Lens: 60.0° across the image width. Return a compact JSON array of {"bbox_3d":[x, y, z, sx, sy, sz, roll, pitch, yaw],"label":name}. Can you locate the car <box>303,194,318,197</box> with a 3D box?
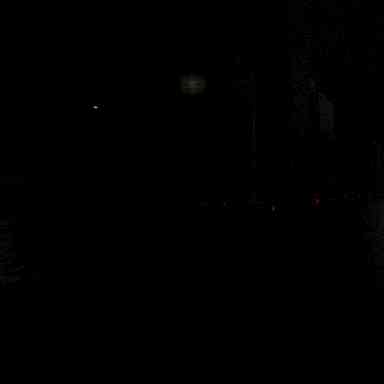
[{"bbox_3d":[16.826,1.373,44.858,1.812,1.442,4.674,-1,0,35],"label":"car"}]

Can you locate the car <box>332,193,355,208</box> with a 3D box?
[{"bbox_3d":[20.348,1.137,45.433,2.192,1.841,5.009,0,0,35],"label":"car"}]

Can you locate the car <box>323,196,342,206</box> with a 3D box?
[{"bbox_3d":[22.549,1.335,53.135,1.837,1.490,4.892,-1,0,35],"label":"car"}]

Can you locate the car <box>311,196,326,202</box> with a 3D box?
[{"bbox_3d":[26.177,1.419,68.840,1.947,1.339,4.313,0,0,35],"label":"car"}]

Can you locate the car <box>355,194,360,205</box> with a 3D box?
[{"bbox_3d":[23.557,1.379,50.069,1.947,1.339,4.313,0,0,35],"label":"car"}]

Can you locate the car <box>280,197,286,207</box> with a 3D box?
[{"bbox_3d":[13.342,1.456,50.288,1.947,1.339,4.313,0,0,35],"label":"car"}]

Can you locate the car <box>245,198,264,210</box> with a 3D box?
[{"bbox_3d":[6.926,1.495,41.012,1.802,1.307,4.206,0,0,35],"label":"car"}]

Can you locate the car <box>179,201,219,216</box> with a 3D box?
[{"bbox_3d":[0.510,1.525,31.736,1.802,1.307,4.206,0,0,35],"label":"car"}]

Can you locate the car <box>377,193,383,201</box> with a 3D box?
[{"bbox_3d":[42.804,1.360,77.893,1.802,1.307,4.206,-1,0,35],"label":"car"}]

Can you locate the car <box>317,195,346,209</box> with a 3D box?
[{"bbox_3d":[17.141,1.378,40.795,1.887,1.381,4.507,0,0,35],"label":"car"}]

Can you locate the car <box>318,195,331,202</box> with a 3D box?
[{"bbox_3d":[29.384,1.428,73.477,1.802,1.307,4.206,0,0,35],"label":"car"}]

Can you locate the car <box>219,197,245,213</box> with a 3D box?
[{"bbox_3d":[3.716,1.367,36.374,1.967,1.590,4.097,0,0,35],"label":"car"}]

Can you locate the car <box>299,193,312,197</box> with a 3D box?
[{"bbox_3d":[19.759,1.416,59.564,1.887,1.381,4.507,0,0,35],"label":"car"}]

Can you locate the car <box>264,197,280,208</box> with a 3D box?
[{"bbox_3d":[10.037,1.427,45.509,1.752,1.417,4.829,0,0,35],"label":"car"}]

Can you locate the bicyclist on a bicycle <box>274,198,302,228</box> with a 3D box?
[{"bbox_3d":[5.263,1.177,18.418,1.656,1.620,0.582,-1,0,35],"label":"bicyclist on a bicycle"}]

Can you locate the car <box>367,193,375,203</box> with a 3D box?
[{"bbox_3d":[33.180,1.100,63.983,2.192,1.841,5.009,0,0,35],"label":"car"}]

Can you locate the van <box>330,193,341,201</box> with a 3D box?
[{"bbox_3d":[35.799,1.187,82.755,1.690,1.788,3.998,-1,0,35],"label":"van"}]

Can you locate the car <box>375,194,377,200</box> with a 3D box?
[{"bbox_3d":[36.485,1.303,68.759,1.752,1.417,4.829,-1,0,35],"label":"car"}]

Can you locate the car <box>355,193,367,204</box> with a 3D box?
[{"bbox_3d":[26.764,1.119,54.707,2.192,1.841,5.009,0,0,35],"label":"car"}]

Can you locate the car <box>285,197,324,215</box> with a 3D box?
[{"bbox_3d":[10.726,1.425,31.520,1.947,1.339,4.313,0,0,35],"label":"car"}]
